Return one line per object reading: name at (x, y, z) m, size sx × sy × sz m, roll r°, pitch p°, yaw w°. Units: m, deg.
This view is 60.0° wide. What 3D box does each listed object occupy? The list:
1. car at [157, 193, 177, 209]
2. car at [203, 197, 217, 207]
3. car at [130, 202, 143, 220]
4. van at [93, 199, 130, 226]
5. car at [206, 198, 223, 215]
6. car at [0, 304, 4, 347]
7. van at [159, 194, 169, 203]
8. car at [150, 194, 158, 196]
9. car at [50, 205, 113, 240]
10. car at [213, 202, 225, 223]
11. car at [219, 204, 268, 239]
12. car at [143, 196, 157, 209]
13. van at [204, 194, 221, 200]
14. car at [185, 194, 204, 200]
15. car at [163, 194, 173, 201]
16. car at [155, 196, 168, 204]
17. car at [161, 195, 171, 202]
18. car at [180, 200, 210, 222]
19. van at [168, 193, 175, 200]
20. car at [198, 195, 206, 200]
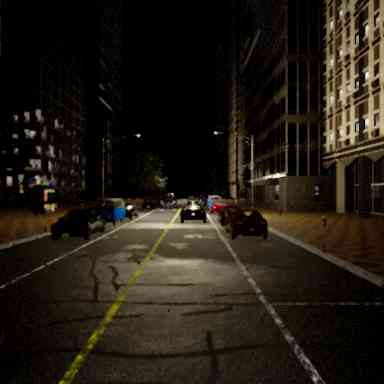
car at (-3.079, 1.340, 44.688) m, size 2.097 × 1.767 × 4.553 m, roll 0°, pitch 0°, yaw 0°
car at (2.698, 1.528, 51.165) m, size 1.887 × 1.381 × 4.507 m, roll 0°, pitch 0°, yaw 0°
car at (-5.686, 1.568, 28.493) m, size 1.947 × 1.339 × 4.313 m, roll 0°, pitch 0°, yaw 0°
van at (-5.687, 1.344, 22.823) m, size 1.690 × 1.788 × 3.998 m, roll 0°, pitch 0°, yaw 0°
car at (2.695, 1.580, 34.161) m, size 1.802 × 1.307 × 4.206 m, roll 0°, pitch 0°, yaw 0°
car at (-3.100, 1.492, 1.873) m, size 2.128 × 1.511 × 4.902 m, roll 0°, pitch 0°, yaw 0°
van at (-5.680, 1.310, 68.171) m, size 1.690 × 1.788 × 3.998 m, roll 0°, pitch 0°, yaw 0°
car at (-5.683, 1.299, 51.166) m, size 2.192 × 1.841 × 5.009 m, roll 0°, pitch 0°, yaw 0°
car at (-5.688, 1.568, 17.155) m, size 1.947 × 1.339 × 4.313 m, roll 0°, pitch 0°, yaw 0°
car at (2.693, 1.585, 22.821) m, size 1.802 × 1.307 × 4.206 m, roll 0°, pitch 0°, yaw 0°
car at (2.692, 1.547, 17.154) m, size 1.887 × 1.381 × 4.507 m, roll 0°, pitch 0°, yaw 0°
car at (-5.683, 1.554, 45.499) m, size 1.947 × 1.339 × 4.313 m, roll 0°, pitch 0°, yaw 0°
van at (2.696, 1.334, 39.829) m, size 1.690 × 1.788 × 3.998 m, roll 0°, pitch 0°, yaw 0°
car at (0.105, 1.343, 41.970) m, size 2.097 × 1.767 × 4.553 m, roll 0°, pitch 0°, yaw 0°
car at (-5.678, 1.394, 79.507) m, size 1.967 × 1.590 × 4.097 m, roll 0°, pitch 0°, yaw 0°
car at (-5.681, 1.519, 62.502) m, size 1.887 × 1.381 × 4.507 m, roll 0°, pitch 0°, yaw 0°
car at (-5.679, 1.402, 73.840) m, size 1.967 × 1.590 × 4.097 m, roll 0°, pitch 0°, yaw 0°
car at (0.104, 1.567, 26.031) m, size 1.994 × 1.385 × 4.181 m, roll 0°, pitch 0°, yaw 0°
van at (-5.676, 1.276, 90.846) m, size 1.690 × 1.788 × 3.998 m, roll 0°, pitch 0°, yaw 0°
car at (2.704, 1.501, 90.845) m, size 1.947 × 1.339 × 4.313 m, roll 0°, pitch 0°, yaw 0°
